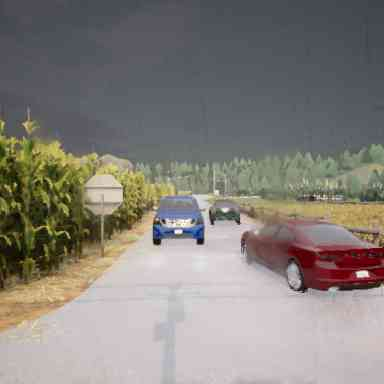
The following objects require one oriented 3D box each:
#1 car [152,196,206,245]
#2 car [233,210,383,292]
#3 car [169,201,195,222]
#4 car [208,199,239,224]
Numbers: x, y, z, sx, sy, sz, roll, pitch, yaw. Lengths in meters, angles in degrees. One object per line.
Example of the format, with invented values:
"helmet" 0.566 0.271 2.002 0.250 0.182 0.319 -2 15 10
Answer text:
"car" -0.610 1.221 15.907 2.150 2.045 5.566 0 0 -1
"car" 2.907 1.477 9.079 1.882 1.535 5.008 -1 1 -12
"car" -0.782 1.548 28.005 2.033 1.411 5.357 0 0 -1
"car" 2.312 1.351 24.954 2.097 1.767 4.553 0 0 1
